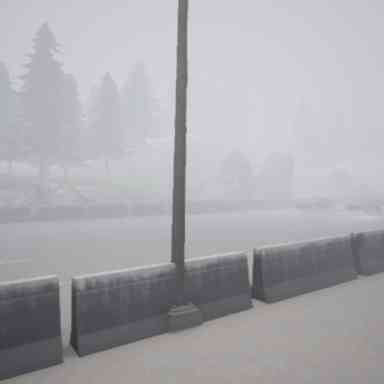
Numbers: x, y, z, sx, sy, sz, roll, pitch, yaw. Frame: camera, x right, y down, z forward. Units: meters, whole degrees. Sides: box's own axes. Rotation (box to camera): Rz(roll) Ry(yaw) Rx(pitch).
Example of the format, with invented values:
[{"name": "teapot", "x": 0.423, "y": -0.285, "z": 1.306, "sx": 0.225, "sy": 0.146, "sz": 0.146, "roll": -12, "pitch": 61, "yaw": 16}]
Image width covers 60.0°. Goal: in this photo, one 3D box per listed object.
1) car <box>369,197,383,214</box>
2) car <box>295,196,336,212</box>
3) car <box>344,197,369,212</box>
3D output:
[{"name": "car", "x": 18.166, "y": 1.170, "z": 29.375, "sx": 4.902, "sy": 1.511, "sz": 2.128, "roll": -1, "pitch": 1, "yaw": -34}, {"name": "car", "x": 12.634, "y": 1.157, "z": 34.067, "sx": 5.008, "sy": 1.535, "sz": 1.882, "roll": -1, "pitch": 1, "yaw": -34}, {"name": "car", "x": 17.469, "y": 1.190, "z": 33.132, "sx": 5.357, "sy": 1.411, "sz": 2.033, "roll": -1, "pitch": 1, "yaw": -34}]
